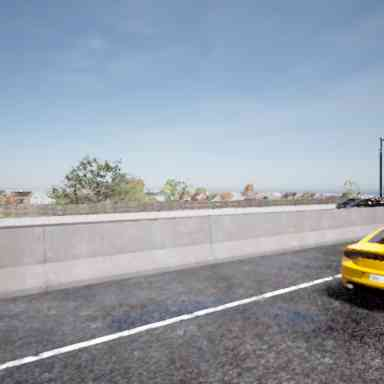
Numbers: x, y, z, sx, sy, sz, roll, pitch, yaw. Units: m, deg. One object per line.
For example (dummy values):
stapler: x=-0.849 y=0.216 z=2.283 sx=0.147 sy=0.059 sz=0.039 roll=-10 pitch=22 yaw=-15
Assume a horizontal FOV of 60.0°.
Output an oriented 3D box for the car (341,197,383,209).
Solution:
car: x=17.428 y=1.381 z=33.201 sx=4.892 sy=1.490 sz=1.837 roll=0 pitch=0 yaw=-34

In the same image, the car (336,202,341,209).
car: x=18.515 y=1.372 z=38.177 sx=4.892 sy=1.490 sz=1.837 roll=0 pitch=0 yaw=-34

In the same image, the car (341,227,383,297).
car: x=5.445 y=1.440 z=7.591 sx=5.008 sy=1.535 sz=1.882 roll=0 pitch=0 yaw=-35
